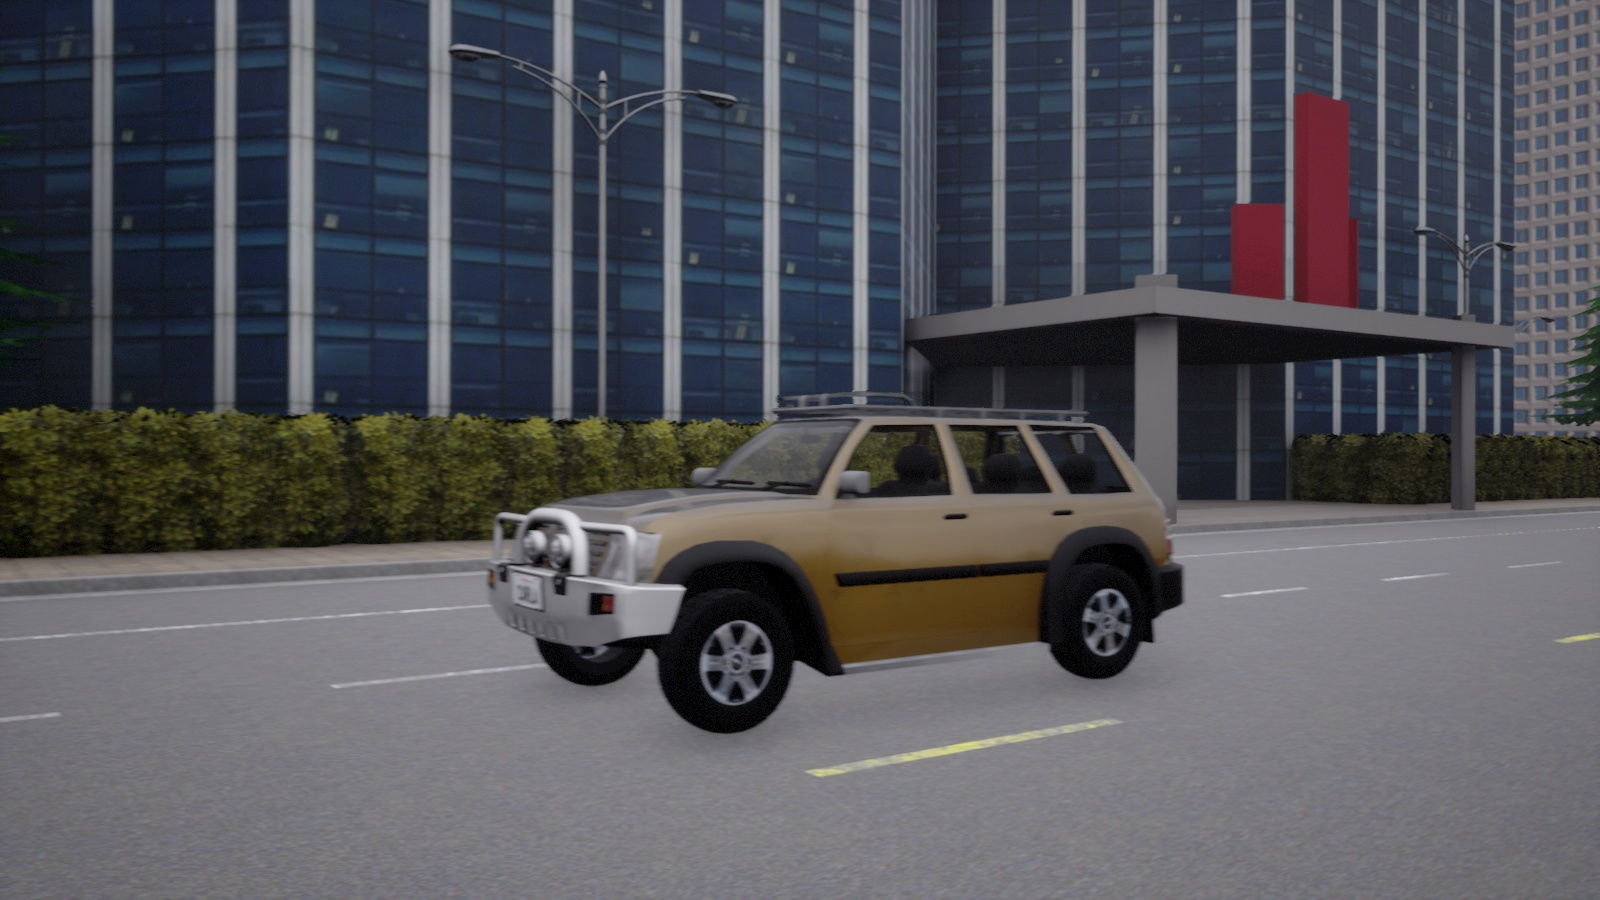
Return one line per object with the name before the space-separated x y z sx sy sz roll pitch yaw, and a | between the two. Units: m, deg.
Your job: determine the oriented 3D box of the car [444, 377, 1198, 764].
car | 0.289 0.581 8.123 4.605 1.855 1.932 0 0 -35
